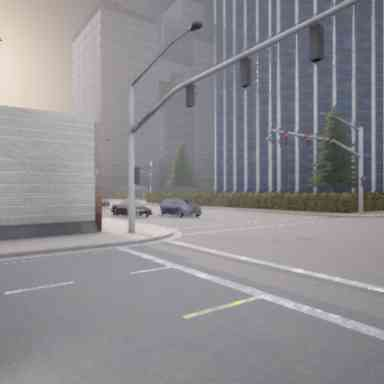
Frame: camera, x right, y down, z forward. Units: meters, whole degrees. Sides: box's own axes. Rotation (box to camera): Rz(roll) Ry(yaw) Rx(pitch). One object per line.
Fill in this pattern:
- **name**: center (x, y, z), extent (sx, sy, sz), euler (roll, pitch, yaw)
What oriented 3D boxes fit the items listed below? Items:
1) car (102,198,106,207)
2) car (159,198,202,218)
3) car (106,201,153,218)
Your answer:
- **car**: center (-13.181, 1.453, 46.718), extent (1.882, 1.535, 5.008), euler (0, 0, -35)
- **car**: center (-1.092, 1.327, 29.710), extent (2.097, 1.767, 4.553), euler (0, 0, -36)
- **car**: center (-5.502, 1.540, 29.858), extent (2.033, 1.411, 5.357), euler (0, 0, -36)
